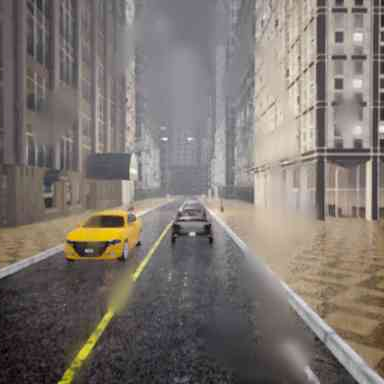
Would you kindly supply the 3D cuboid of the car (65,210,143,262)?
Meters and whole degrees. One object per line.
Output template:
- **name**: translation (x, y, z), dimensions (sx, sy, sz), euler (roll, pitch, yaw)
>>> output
- **car**: translation (-3.021, 1.460, 12.305), dimensions (1.882, 1.535, 5.008), euler (0, 0, 0)

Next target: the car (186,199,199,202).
- **car**: translation (0.083, 1.511, 36.500), dimensions (2.033, 1.411, 5.357), euler (0, 0, 0)

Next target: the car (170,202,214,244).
- **car**: translation (0.027, 1.471, 15.741), dimensions (2.128, 1.511, 4.902), euler (0, 0, 0)
